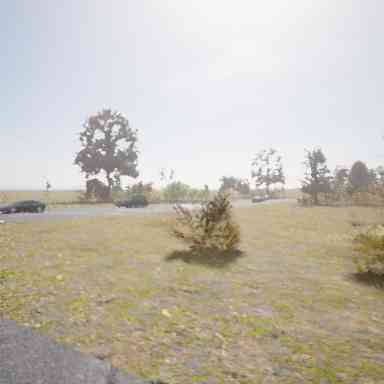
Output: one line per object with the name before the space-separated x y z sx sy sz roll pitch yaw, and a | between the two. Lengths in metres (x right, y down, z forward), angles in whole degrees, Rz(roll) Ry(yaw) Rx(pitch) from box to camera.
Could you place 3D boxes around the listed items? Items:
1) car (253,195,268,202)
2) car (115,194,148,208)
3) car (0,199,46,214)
car | 15.696 1.742 78.003 1.994 1.385 4.181 0 0 27
car | -9.050 1.419 50.332 2.150 2.045 5.566 0 1 34
car | -18.459 1.601 36.278 1.837 1.490 4.892 0 2 34
